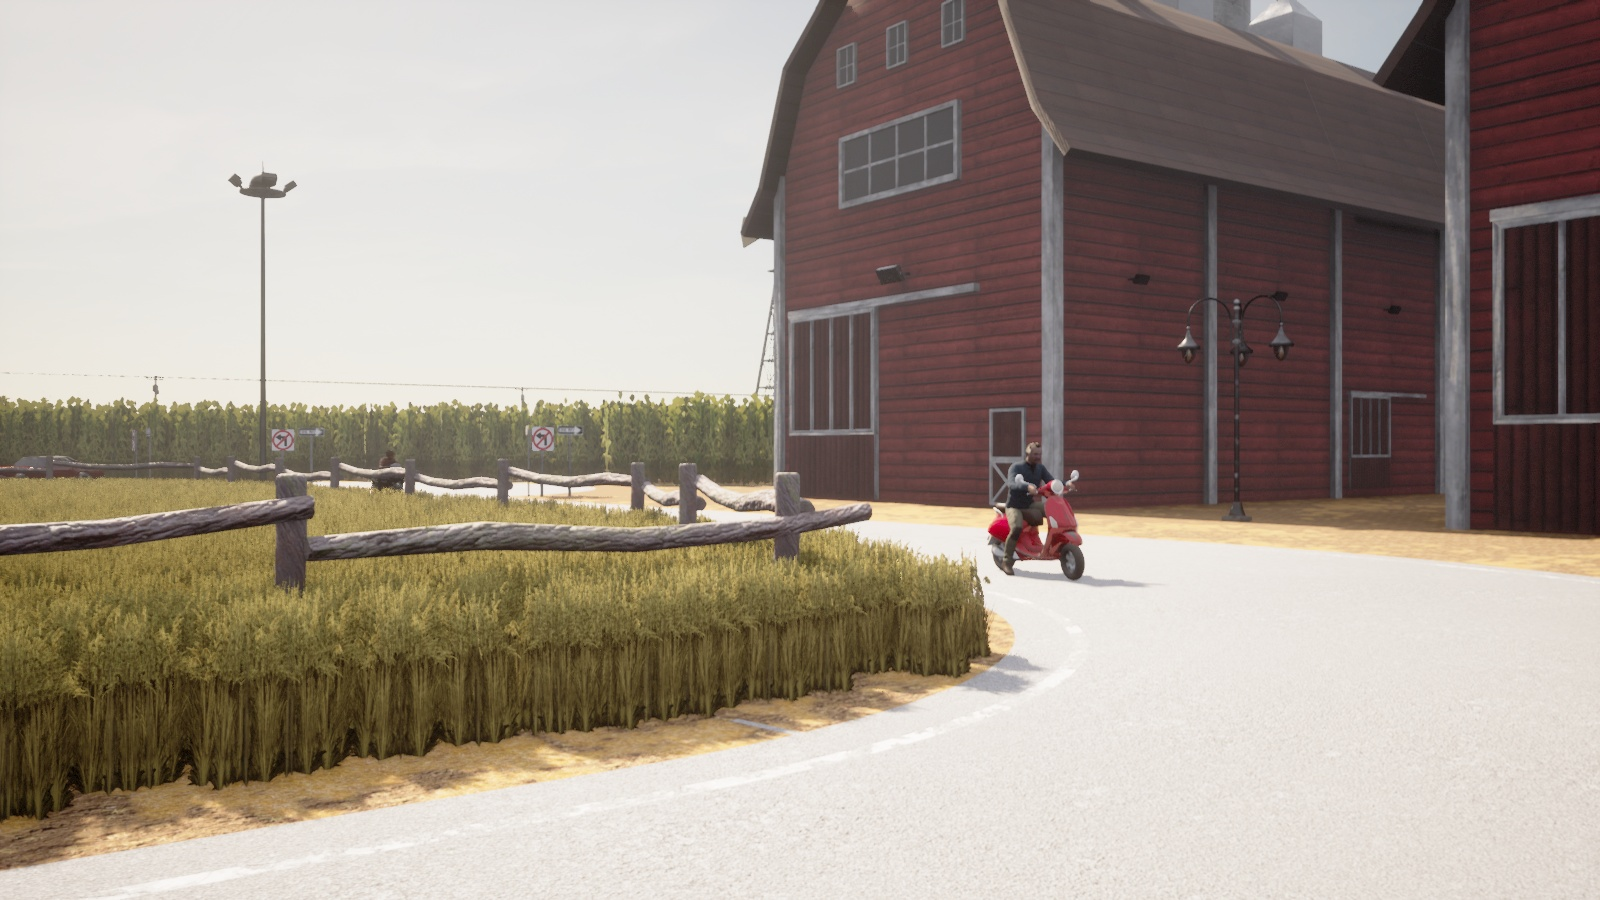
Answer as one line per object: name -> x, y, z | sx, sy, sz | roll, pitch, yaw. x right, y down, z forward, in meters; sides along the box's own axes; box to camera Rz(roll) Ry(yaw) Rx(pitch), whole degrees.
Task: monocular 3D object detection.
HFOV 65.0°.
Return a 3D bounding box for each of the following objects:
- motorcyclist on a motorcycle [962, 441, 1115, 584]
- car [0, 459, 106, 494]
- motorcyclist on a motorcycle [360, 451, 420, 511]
motorcyclist on a motorcycle -> 2.816, 0.699, 15.038 | 0.866, 1.590, 1.817 | 0, 0, -27
car -> -30.267, 1.024, 49.844 | 1.895, 1.301, 4.718 | 0, 0, 18
motorcyclist on a motorcycle -> -10.802, 0.804, 33.033 | 0.797, 1.523, 2.044 | -1, 0, -39
